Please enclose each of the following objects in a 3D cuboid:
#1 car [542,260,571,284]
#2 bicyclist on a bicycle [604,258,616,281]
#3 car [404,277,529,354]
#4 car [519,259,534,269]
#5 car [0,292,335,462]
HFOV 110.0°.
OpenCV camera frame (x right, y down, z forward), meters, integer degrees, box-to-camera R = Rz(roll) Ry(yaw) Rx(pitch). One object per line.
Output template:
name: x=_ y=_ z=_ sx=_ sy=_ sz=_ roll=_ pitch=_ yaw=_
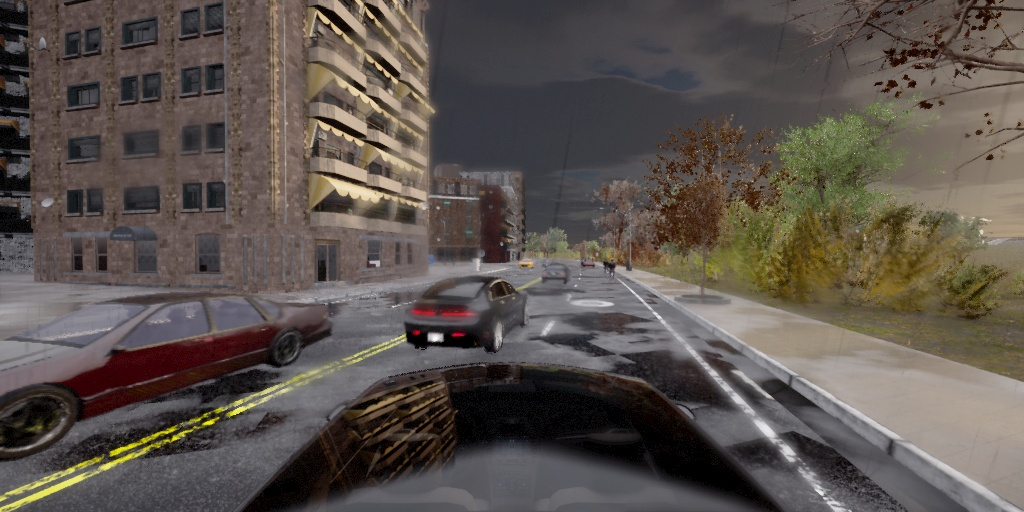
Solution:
car: x=3.433 y=1.291 z=27.171 sx=2.033 sy=1.411 sz=5.357 roll=0 pitch=0 yaw=12
bicyclist on a bicycle: x=7.599 y=1.112 z=27.327 sx=0.659 sy=1.776 sz=1.843 roll=0 pitch=0 yaw=12
car: x=-0.821 y=1.253 z=8.926 sx=1.837 sy=1.490 sz=4.892 roll=0 pitch=0 yaw=14
car: x=2.223 y=1.212 z=55.051 sx=1.882 sy=1.535 sz=5.008 roll=0 pitch=0 yaw=9
car: x=-5.224 y=1.297 z=5.388 sx=2.033 sy=1.411 sz=5.357 roll=0 pitch=0 yaw=14
